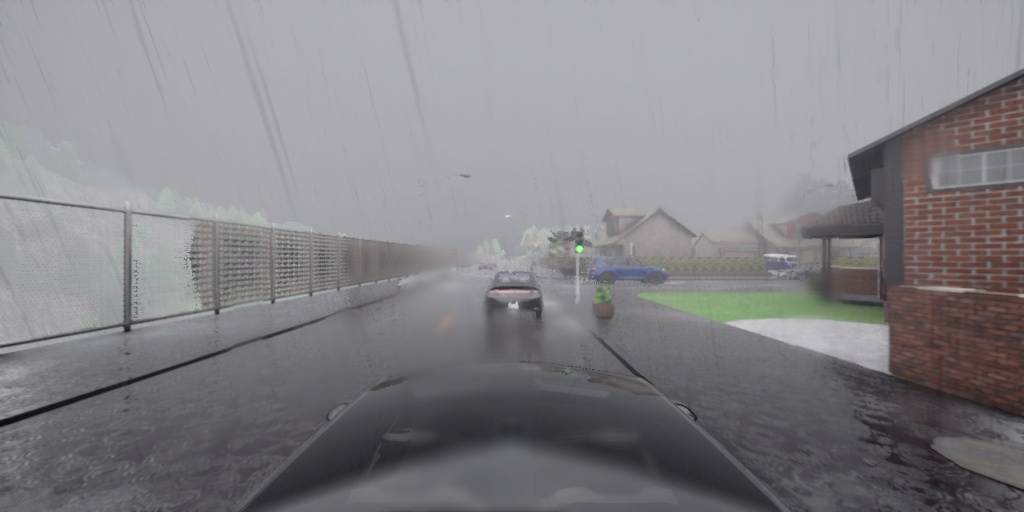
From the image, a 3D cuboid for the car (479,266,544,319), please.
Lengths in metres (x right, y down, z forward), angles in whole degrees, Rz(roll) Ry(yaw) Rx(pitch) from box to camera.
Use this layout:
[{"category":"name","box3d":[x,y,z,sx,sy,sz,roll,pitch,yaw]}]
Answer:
[{"category":"car","box3d":[0.084,1.287,12.981,2.128,1.511,4.902,0,0,0]}]

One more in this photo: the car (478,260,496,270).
[{"category":"car","box3d":[-4.052,1.533,55.599,1.994,1.385,4.181,0,0,0]}]

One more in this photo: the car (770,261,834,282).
[{"category":"car","box3d":[24.619,1.355,29.487,4.902,1.511,2.128,0,0,0]}]

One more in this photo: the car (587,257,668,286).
[{"category":"car","box3d":[8.287,1.070,26.001,5.566,2.045,2.150,0,-1,2]}]
